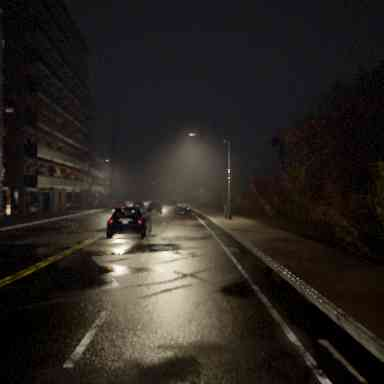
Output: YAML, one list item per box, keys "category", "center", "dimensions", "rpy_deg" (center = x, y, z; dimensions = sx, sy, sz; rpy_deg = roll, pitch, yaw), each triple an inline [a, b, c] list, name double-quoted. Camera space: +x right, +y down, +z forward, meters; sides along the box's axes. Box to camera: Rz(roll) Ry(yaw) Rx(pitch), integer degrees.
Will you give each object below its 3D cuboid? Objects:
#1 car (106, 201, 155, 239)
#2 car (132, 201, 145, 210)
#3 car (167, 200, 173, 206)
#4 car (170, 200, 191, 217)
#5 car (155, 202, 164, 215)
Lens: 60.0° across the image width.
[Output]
- category: "car"
  center: [-3.540, 1.617, 19.422]
  dimensions: [2.097, 1.767, 4.553]
  rpy_deg: [0, -1, -2]
- category: "car"
  center: [-9.372, 2.304, 58.666]
  dimensions: [1.812, 1.442, 4.674]
  rpy_deg: [0, -1, -5]
- category: "car"
  center: [-4.567, 2.497, 74.764]
  dimensions: [1.994, 1.385, 4.181]
  rpy_deg: [0, -1, -7]
- category: "car"
  center: [-1.083, 1.964, 36.814]
  dimensions: [2.128, 1.511, 4.902]
  rpy_deg: [0, -1, -3]
- category: "car"
  center: [-4.664, 2.059, 42.057]
  dimensions: [1.837, 1.490, 4.892]
  rpy_deg: [0, -1, -4]
